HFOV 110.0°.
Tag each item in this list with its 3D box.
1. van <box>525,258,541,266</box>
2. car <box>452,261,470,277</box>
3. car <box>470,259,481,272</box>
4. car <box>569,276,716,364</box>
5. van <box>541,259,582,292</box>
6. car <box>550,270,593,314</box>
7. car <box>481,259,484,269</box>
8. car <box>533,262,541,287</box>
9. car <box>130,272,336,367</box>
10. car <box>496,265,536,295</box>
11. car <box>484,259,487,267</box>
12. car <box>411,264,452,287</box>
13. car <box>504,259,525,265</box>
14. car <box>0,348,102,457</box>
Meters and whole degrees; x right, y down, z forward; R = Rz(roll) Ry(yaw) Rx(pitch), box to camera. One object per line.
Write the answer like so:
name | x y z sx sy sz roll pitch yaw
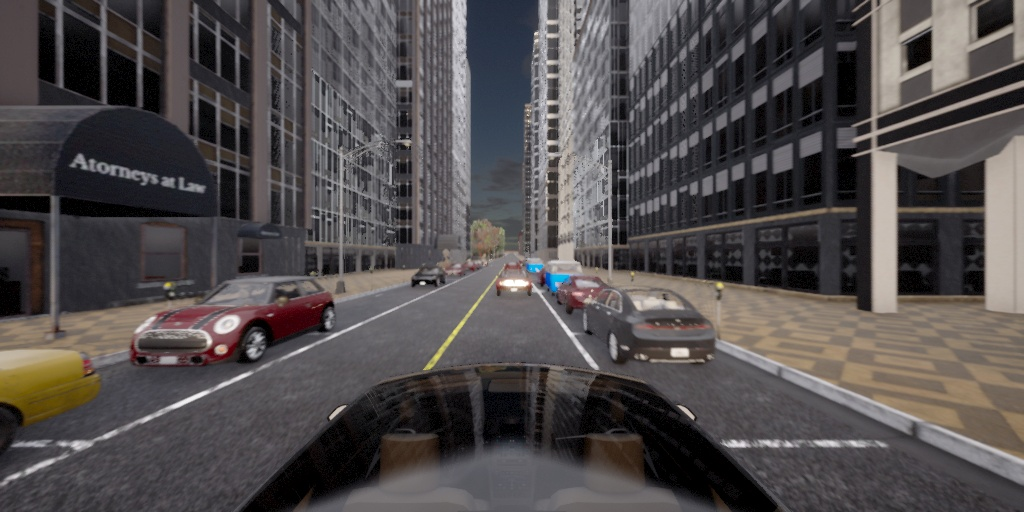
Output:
van | 2.700 1.177 42.119 1.690 1.789 3.998 0 0 0
car | -5.682 1.408 36.424 1.802 1.307 4.207 0 0 0
car | -5.679 1.391 47.821 1.888 1.381 4.507 0 0 0
car | 2.692 1.318 7.929 2.007 1.370 4.403 0 0 0
van | 2.695 1.134 19.325 1.690 1.789 3.998 0 0 0
car | 2.693 1.363 13.627 1.802 1.307 4.207 0 0 0
car | -5.678 1.437 53.520 1.802 1.307 4.207 0 0 0
car | 2.696 1.350 25.024 1.888 1.381 4.507 0 0 0
car | -5.689 1.207 7.933 1.967 1.591 4.097 0 0 0
car | 0.104 1.396 20.150 1.895 1.301 4.718 0 0 0
car | -5.677 1.413 59.217 2.007 1.370 4.403 0 0 0
car | -5.685 1.371 25.027 1.948 1.339 4.313 0 0 0
car | 0.109 1.309 39.570 1.882 1.535 5.008 0 0 0
car | -5.690 1.277 2.062 1.751 1.417 4.829 0 0 0
